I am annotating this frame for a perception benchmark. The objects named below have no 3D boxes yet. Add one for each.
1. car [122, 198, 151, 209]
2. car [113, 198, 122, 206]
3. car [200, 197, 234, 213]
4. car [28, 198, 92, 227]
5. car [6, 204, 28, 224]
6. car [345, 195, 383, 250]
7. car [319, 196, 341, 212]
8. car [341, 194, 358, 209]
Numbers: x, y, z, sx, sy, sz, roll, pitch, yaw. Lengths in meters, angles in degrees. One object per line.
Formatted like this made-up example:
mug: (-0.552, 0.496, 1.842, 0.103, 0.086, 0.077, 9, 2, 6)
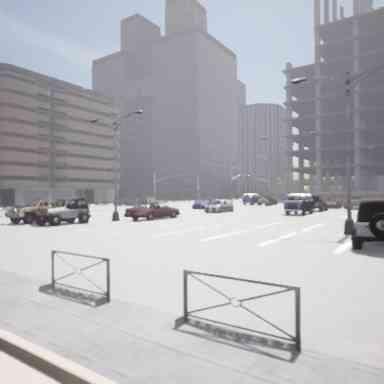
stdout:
car: (-10.637, 1.947, 64.158, 1.837, 1.490, 4.892, -1, -1, 34)
car: (-13.539, 1.980, 66.114, 1.837, 1.490, 4.892, -1, -1, 34)
car: (2.997, 1.572, 36.511, 1.970, 1.475, 3.806, -1, 0, 34)
car: (-9.019, 1.354, 23.547, 1.905, 1.878, 3.866, -1, 0, 34)
car: (-11.388, 1.379, 25.211, 1.932, 1.855, 4.605, -1, 0, 34)
car: (7.267, 1.168, 12.601, 1.905, 1.878, 3.866, -1, 0, 34)
car: (18.625, 1.462, 44.182, 1.784, 1.438, 3.905, -1, 0, 34)
car: (20.875, 1.226, 42.724, 1.932, 1.855, 4.605, -1, 0, 34)
